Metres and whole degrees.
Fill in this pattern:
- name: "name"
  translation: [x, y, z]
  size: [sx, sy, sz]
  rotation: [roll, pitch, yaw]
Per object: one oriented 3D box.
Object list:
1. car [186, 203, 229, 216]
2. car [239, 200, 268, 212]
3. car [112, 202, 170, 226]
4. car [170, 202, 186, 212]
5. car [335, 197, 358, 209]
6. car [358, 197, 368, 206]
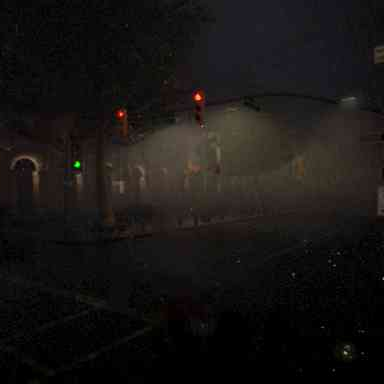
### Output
- name: "car"
  translation: [1.797, 1.742, 33.175]
  size: [1.895, 1.301, 4.718]
  rotation: [-1, 0, 36]
- name: "car"
  translation: [7.812, 1.689, 41.495]
  size: [2.033, 1.411, 5.357]
  rotation: [-1, 0, 36]
- name: "car"
  translation: [-4.042, 1.667, 25.057]
  size: [1.812, 1.442, 4.674]
  rotation: [-1, 0, 36]
- name: "car"
  translation: [-2.715, 1.789, 38.284]
  size: [1.895, 1.301, 4.718]
  rotation: [-1, 0, 36]
- name: "car"
  translation: [21.169, 1.554, 45.997]
  size: [1.882, 1.535, 5.008]
  rotation: [-1, -1, 36]
- name: "car"
  translation: [28.249, 1.601, 55.807]
  size: [1.812, 1.442, 4.674]
  rotation: [-1, 0, 36]
